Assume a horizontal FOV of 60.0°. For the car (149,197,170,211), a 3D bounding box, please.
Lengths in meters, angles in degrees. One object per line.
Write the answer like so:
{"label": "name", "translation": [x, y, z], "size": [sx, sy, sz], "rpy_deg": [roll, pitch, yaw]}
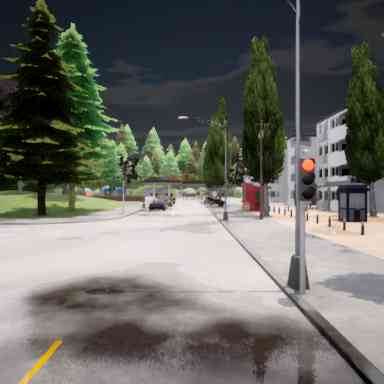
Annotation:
{"label": "car", "translation": [-4.082, 1.592, 40.464], "size": [1.895, 1.301, 4.718], "rpy_deg": [0, 0, 0]}

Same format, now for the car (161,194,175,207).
{"label": "car", "translation": [-4.064, 1.341, 50.357], "size": [2.097, 1.767, 4.553], "rpy_deg": [0, 0, 0]}
